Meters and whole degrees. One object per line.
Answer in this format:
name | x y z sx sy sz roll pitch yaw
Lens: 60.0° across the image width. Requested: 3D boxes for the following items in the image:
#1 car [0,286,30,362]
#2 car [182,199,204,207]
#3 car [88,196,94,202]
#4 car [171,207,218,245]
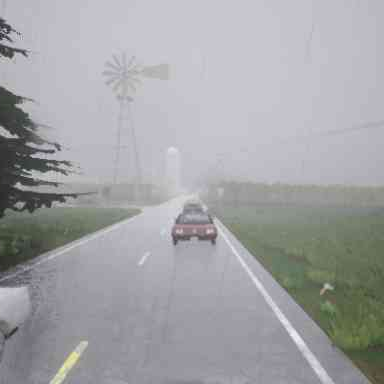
car | -3.300 1.595 2.622 1.895 1.301 4.718 0 0 0
car | 0.102 1.436 31.691 1.837 1.490 4.892 0 0 0
car | -17.218 1.102 54.010 1.905 1.878 3.866 0 0 -31
car | 0.101 1.568 15.344 1.895 1.301 4.718 0 0 0
